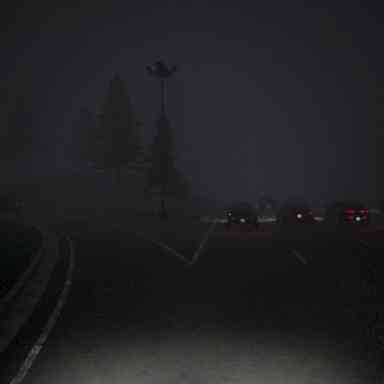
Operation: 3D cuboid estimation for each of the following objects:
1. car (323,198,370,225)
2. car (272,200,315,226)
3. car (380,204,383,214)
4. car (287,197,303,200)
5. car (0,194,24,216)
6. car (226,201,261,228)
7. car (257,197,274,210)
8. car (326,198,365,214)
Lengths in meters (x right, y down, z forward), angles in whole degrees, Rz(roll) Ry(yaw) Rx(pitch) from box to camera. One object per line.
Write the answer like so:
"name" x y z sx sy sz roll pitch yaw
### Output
"car" 10.376 1.359 22.594 1.837 1.490 4.892 0 0 7
"car" 6.827 1.441 22.384 1.994 1.385 4.181 0 0 7
"car" 18.179 1.385 28.840 1.895 1.301 4.718 0 0 7
"car" 12.468 1.304 40.119 1.812 1.442 4.674 0 0 7
"car" -19.025 1.219 32.485 5.566 2.045 2.150 0 0 24
"car" 3.177 1.429 21.342 1.812 1.442 4.674 0 0 7
"car" 8.887 1.307 39.526 1.837 1.490 4.892 0 0 7
"car" 15.182 1.334 33.256 2.033 1.411 5.357 0 0 7
